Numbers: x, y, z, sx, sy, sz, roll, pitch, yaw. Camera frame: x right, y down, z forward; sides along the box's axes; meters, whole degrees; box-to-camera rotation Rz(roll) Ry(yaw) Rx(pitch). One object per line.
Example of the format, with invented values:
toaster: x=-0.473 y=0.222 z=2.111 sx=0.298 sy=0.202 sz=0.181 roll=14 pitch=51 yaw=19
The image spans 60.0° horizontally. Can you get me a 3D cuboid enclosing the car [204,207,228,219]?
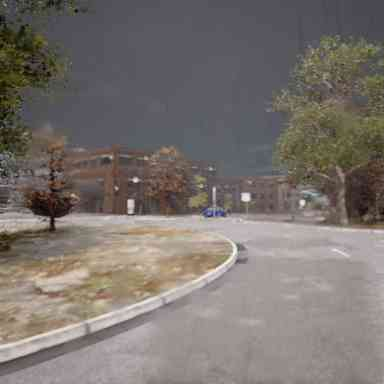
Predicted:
car: x=3.186 y=2.709 z=43.251 sx=1.882 sy=1.535 sz=5.008 roll=-2 pitch=-5 yaw=26
